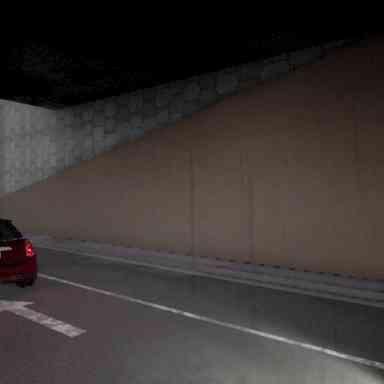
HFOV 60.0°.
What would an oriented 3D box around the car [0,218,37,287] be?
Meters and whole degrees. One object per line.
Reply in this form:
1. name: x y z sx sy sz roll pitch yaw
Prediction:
1. car: -5.837 1.352 8.154 4.553 1.767 2.097 0 0 36
